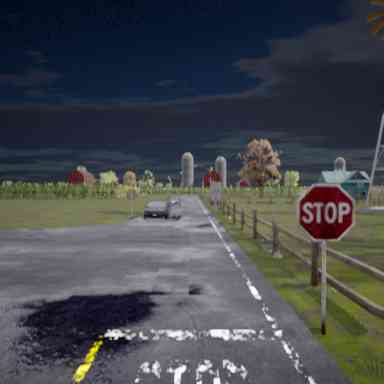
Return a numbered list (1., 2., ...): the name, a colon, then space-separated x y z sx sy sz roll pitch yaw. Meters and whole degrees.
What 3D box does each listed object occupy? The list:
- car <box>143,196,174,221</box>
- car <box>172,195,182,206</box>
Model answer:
1. car: -2.702 1.379 26.582 1.882 1.535 5.008 0 0 0
2. car: -2.658 1.279 51.205 2.128 1.511 4.902 0 0 0
